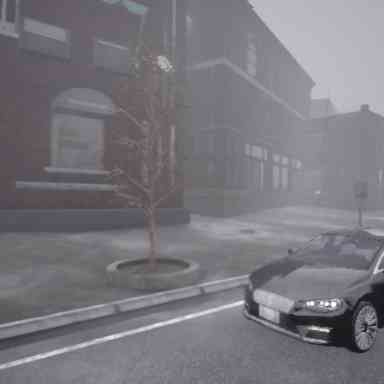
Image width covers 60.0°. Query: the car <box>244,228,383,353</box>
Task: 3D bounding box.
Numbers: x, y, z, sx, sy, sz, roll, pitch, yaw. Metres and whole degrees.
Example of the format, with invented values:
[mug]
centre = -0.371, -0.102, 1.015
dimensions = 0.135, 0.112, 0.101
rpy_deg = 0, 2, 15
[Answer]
[car]
centre = 3.104, 1.487, 6.205
dimensions = 4.902, 1.511, 2.128
rpy_deg = 0, 0, -35
